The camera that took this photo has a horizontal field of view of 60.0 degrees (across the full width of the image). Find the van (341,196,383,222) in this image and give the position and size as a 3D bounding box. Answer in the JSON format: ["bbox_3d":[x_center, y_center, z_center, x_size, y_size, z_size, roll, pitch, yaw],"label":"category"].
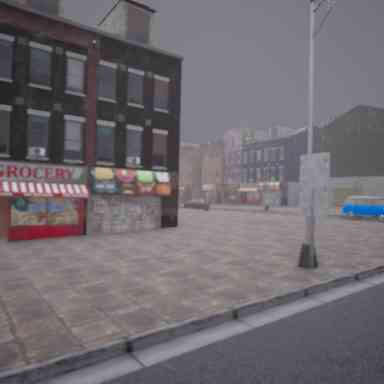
[{"bbox_3d":[13.407,1.225,25.006,1.690,1.788,3.998,2,-1,-35],"label":"van"}]

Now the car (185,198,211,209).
[{"bbox_3d":[0.739,1.478,42.831,1.802,1.307,4.206,2,-1,-35],"label":"car"}]
